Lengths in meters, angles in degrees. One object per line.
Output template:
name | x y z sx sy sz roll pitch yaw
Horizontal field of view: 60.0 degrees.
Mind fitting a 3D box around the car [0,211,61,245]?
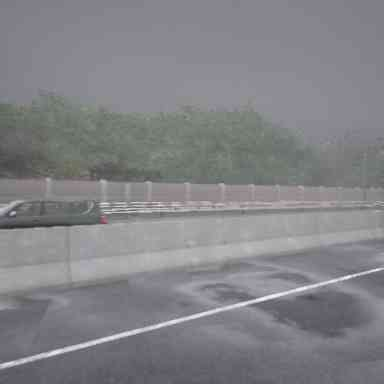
car | -8.642 1.593 15.017 4.718 1.301 1.895 0 0 -35

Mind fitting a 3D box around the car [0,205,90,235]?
car | -8.855 1.551 19.163 5.357 1.411 2.033 1 0 -35

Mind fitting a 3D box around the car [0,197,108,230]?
car | -5.995 1.224 12.604 5.566 2.045 2.150 1 0 -35
